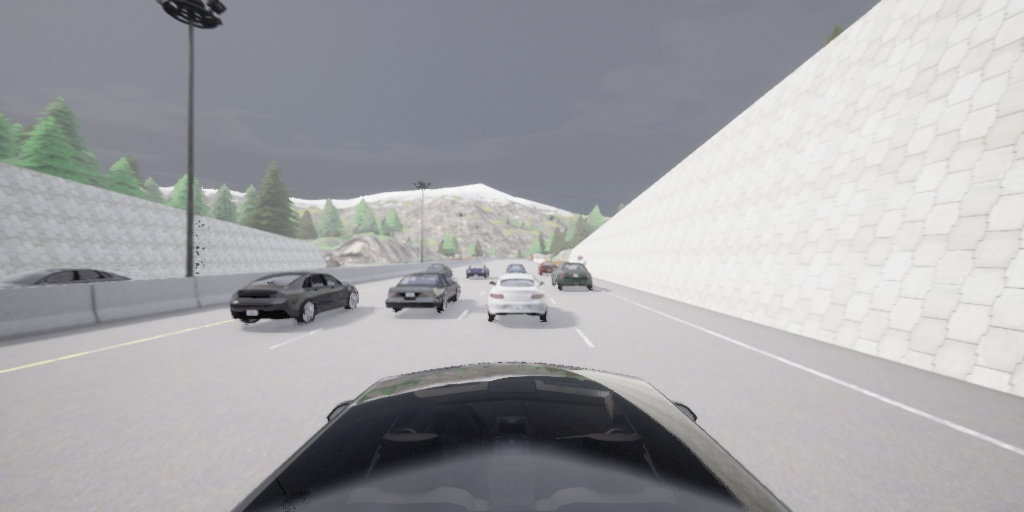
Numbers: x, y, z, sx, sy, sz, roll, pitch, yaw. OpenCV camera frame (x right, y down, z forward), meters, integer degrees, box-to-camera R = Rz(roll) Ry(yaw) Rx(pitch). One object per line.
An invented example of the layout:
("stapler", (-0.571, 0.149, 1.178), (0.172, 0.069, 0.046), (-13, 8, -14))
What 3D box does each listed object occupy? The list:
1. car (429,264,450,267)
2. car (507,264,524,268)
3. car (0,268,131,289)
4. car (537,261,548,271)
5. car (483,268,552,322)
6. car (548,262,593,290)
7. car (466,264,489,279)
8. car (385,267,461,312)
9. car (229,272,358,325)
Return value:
("car", (-6.662, 1.380, 32.541), (1.994, 1.385, 4.181), (0, 0, 0))
("car", (0.327, 1.382, 31.114), (2.033, 1.411, 5.357), (0, 0, 0))
("car", (-17.515, 1.233, 13.610), (1.837, 1.490, 4.892), (0, 0, 0))
("car", (3.900, 1.348, 39.971), (1.882, 1.535, 5.008), (0, 0, 0))
("car", (0.175, 1.307, 12.414), (1.812, 1.442, 4.674), (0, 0, 0))
("car", (3.762, 1.175, 23.181), (2.097, 1.767, 4.553), (0, 0, 0))
("car", (-3.151, 1.432, 33.868), (1.895, 1.301, 4.718), (0, 0, 0))
("car", (-3.311, 1.322, 14.233), (2.033, 1.411, 5.357), (0, 0, 0))
("car", (-6.830, 1.262, 11.874), (1.837, 1.490, 4.892), (0, 0, 0))
